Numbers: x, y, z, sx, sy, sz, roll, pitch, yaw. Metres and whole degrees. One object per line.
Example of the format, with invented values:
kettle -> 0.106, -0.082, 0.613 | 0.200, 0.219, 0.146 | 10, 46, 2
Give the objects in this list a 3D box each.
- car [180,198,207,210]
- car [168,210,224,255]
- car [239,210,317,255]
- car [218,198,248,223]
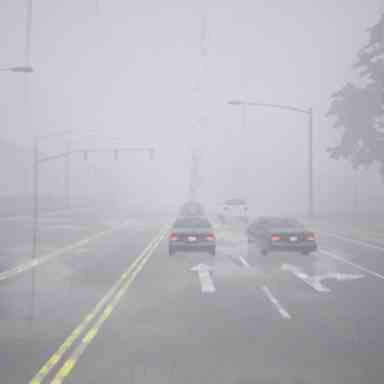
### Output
car -> 0.006, 1.637, 29.078 | 2.097, 1.767, 4.553 | 0, -1, 0
car -> 0.002, 1.686, 13.981 | 2.033, 1.411, 5.357 | 0, -1, 0
car -> 3.502, 1.686, 13.981 | 2.033, 1.411, 5.357 | 0, -1, 0
car -> 3.503, 1.503, 29.011 | 2.150, 2.045, 5.566 | 0, 0, 0
